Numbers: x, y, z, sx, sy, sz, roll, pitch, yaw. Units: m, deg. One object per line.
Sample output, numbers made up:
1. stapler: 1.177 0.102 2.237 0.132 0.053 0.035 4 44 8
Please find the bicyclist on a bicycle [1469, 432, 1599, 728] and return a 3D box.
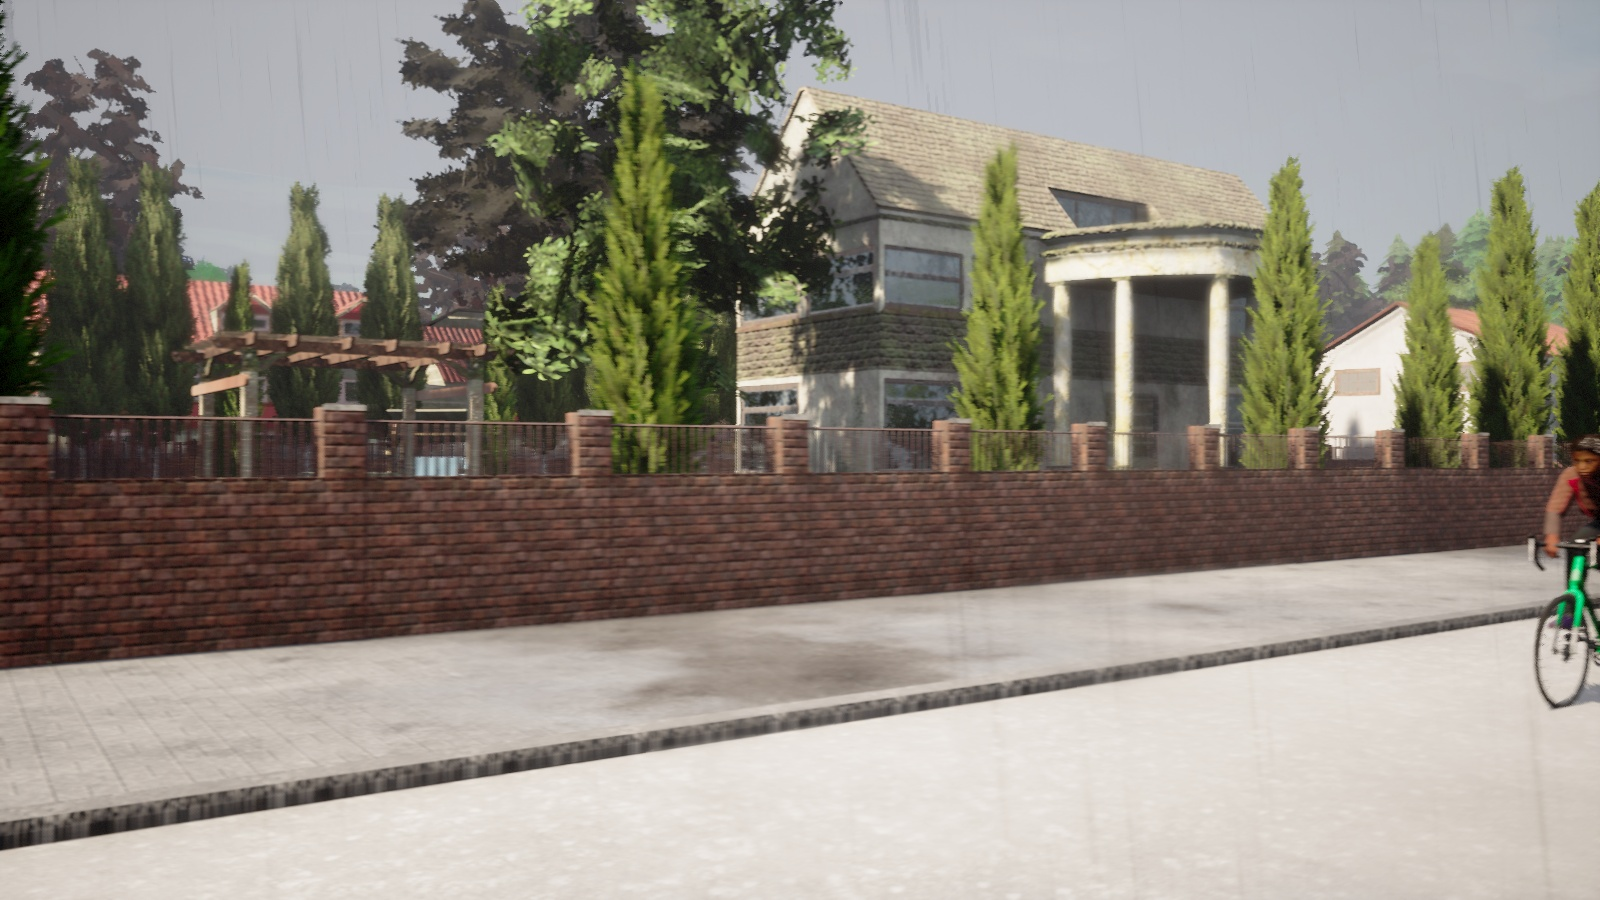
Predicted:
1. bicyclist on a bicycle: 4.766 0.706 7.585 1.656 1.620 0.582 0 0 -35
